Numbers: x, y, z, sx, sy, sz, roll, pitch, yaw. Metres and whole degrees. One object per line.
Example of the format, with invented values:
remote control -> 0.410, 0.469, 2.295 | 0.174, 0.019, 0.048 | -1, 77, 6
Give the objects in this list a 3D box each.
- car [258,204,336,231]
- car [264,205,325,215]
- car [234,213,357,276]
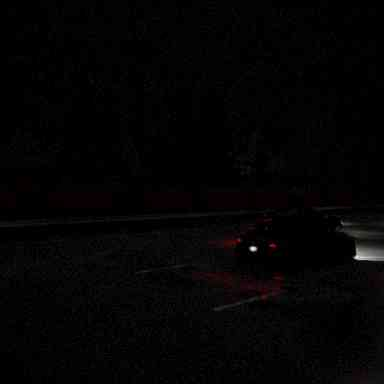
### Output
car -> 6.966, 1.547, 21.785 | 5.357, 1.411, 2.033 | 0, 0, -36
car -> 5.317, 1.477, 16.253 | 5.008, 1.535, 1.882 | 0, 0, -36
car -> 3.330, 1.564, 10.487 | 4.181, 1.385, 1.994 | 0, 0, -36
